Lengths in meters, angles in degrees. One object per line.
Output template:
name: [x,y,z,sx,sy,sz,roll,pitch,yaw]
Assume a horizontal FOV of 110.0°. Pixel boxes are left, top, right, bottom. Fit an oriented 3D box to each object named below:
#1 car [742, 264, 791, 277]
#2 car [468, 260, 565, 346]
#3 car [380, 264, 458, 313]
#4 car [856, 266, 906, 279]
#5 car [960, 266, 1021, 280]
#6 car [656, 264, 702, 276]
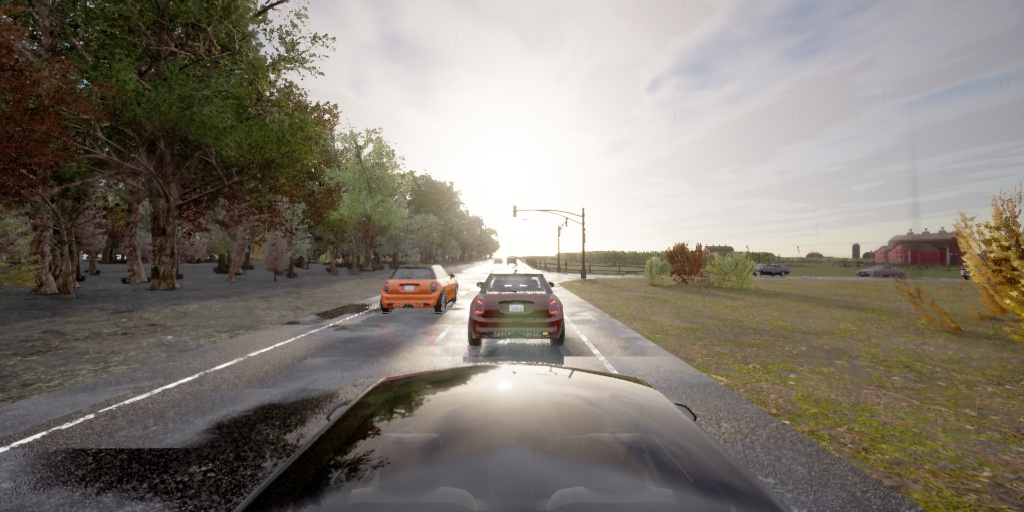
car: [28.855,1.614,40.796,4.902,1.511,2.128,1,-1,0]
car: [0.095,1.104,9.570,2.097,1.767,4.553,0,0,0]
car: [-3.405,1.105,14.021,2.097,1.767,4.553,0,0,0]
car: [41.817,1.828,40.725,4.181,1.385,1.994,1,-1,1]
car: [49.622,1.780,37.111,4.902,1.511,2.128,1,-1,0]
car: [18.701,1.559,40.835,5.357,1.411,2.033,1,-1,0]
